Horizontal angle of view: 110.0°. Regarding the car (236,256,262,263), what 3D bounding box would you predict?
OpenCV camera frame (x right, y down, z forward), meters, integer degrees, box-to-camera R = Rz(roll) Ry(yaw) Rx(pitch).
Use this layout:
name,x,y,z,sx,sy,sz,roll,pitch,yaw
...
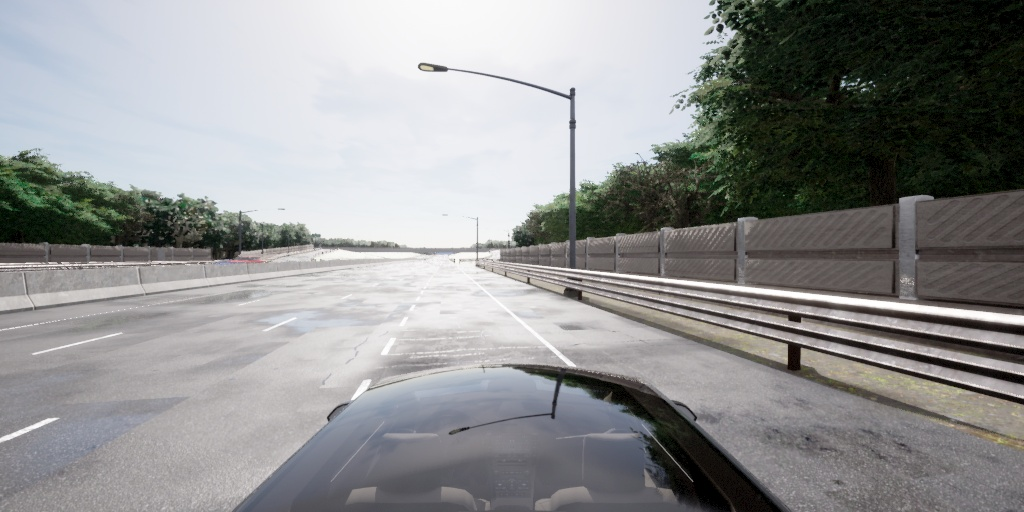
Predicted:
name,x,y,z,sx,sy,sz,roll,pitch,yaw
car,-37.372,1.018,50.274,2.150,2.045,5.566,0,0,-10

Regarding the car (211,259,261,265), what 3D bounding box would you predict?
name,x,y,z,sx,sy,sz,roll,pitch,yaw
car,-27.558,1.319,35.433,2.033,1.411,5.357,0,0,-11
